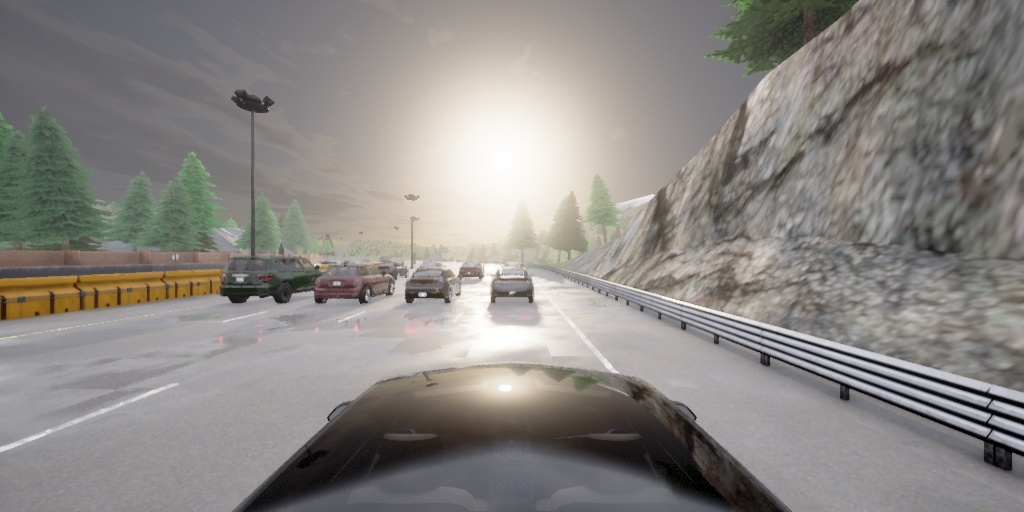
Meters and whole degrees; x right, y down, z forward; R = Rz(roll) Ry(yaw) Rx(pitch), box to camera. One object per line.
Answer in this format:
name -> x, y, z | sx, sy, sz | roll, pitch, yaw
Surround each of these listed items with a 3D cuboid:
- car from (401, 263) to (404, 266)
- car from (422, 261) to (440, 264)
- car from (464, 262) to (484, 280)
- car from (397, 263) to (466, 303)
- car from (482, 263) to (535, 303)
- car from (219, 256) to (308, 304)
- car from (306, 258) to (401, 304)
car -> -10.476, 1.264, 31.493 | 1.837, 1.490, 4.892 | 0, 0, 0
car -> -6.976, 1.232, 31.489 | 1.882, 1.535, 5.008 | 0, 0, 0
car -> -3.476, 1.232, 31.485 | 1.882, 1.535, 5.008 | 0, 0, 0
car -> -3.495, 1.263, 16.485 | 1.837, 1.490, 4.892 | 0, 0, 0
car -> 0.005, 1.242, 16.480 | 2.128, 1.511, 4.902 | 0, 0, 0
car -> -10.495, 1.005, 16.523 | 2.150, 2.045, 5.566 | 0, 0, 0
car -> -6.995, 1.113, 16.459 | 2.097, 1.767, 4.553 | 0, 0, 0
